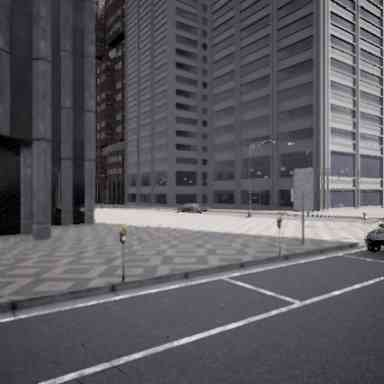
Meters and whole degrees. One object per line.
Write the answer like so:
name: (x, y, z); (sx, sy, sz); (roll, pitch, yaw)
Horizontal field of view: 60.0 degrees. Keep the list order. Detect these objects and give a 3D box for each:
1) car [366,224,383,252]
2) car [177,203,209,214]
car: (8.393, 1.549, 12.634); (4.313, 1.339, 1.947); (0, 0, -35)
car: (0.051, 2.234, 45.290); (2.033, 1.411, 5.357); (0, -1, -35)
